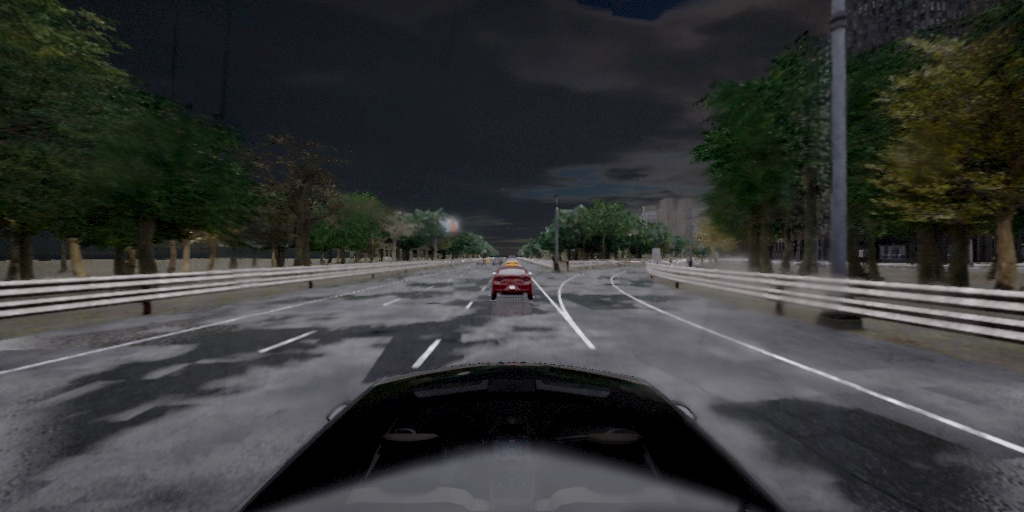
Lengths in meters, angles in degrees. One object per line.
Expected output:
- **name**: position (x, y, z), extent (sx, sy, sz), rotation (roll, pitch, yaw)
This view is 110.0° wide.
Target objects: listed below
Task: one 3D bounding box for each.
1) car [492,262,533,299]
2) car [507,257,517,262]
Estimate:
- **car**: position (0.009, 1.239, 18.370), extent (1.882, 1.535, 5.008), rotation (0, 0, 0)
- **car**: position (0.030, 1.272, 54.466), extent (1.882, 1.535, 5.008), rotation (0, 0, 0)
